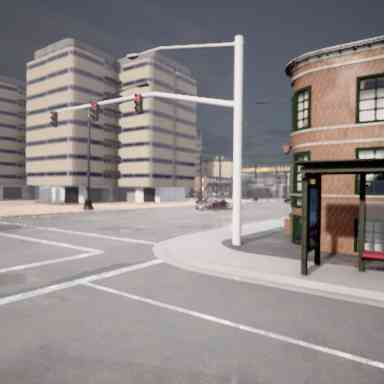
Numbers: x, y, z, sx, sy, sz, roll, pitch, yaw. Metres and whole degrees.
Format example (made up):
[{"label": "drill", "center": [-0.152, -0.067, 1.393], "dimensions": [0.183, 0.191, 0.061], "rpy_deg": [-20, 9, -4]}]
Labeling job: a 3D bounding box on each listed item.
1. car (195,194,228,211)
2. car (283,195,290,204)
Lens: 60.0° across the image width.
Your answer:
[{"label": "car", "center": [2.211, 1.263, 35.695], "dimensions": [1.812, 1.442, 4.674], "rpy_deg": [1, 1, 35]}, {"label": "car", "center": [17.446, 1.198, 57.273], "dimensions": [2.033, 1.411, 5.357], "rpy_deg": [1, 1, 35]}]
